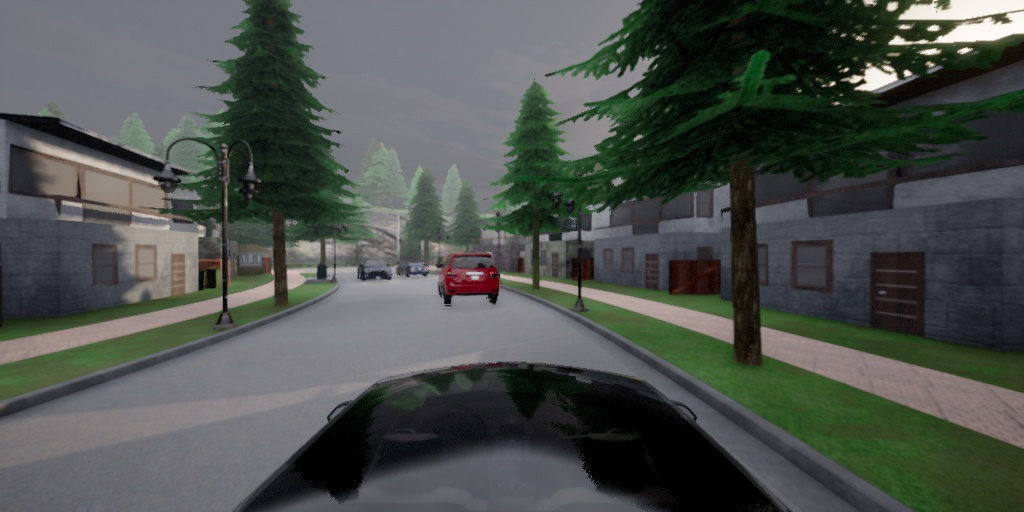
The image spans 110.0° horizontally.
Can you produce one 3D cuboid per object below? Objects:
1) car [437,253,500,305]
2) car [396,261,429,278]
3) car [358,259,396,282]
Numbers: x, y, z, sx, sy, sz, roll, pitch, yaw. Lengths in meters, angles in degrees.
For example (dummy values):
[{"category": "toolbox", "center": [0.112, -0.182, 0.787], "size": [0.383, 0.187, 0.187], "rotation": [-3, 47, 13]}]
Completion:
[{"category": "car", "center": [-2.061, 0.904, 15.881], "size": [2.150, 2.045, 5.566], "rotation": [0, 0, -15]}, {"category": "car", "center": [-9.075, 1.163, 32.431], "size": [2.033, 1.411, 5.357], "rotation": [0, 0, -31]}, {"category": "car", "center": [-10.638, 0.991, 27.710], "size": [2.097, 1.767, 4.553], "rotation": [0, 0, -28]}]
